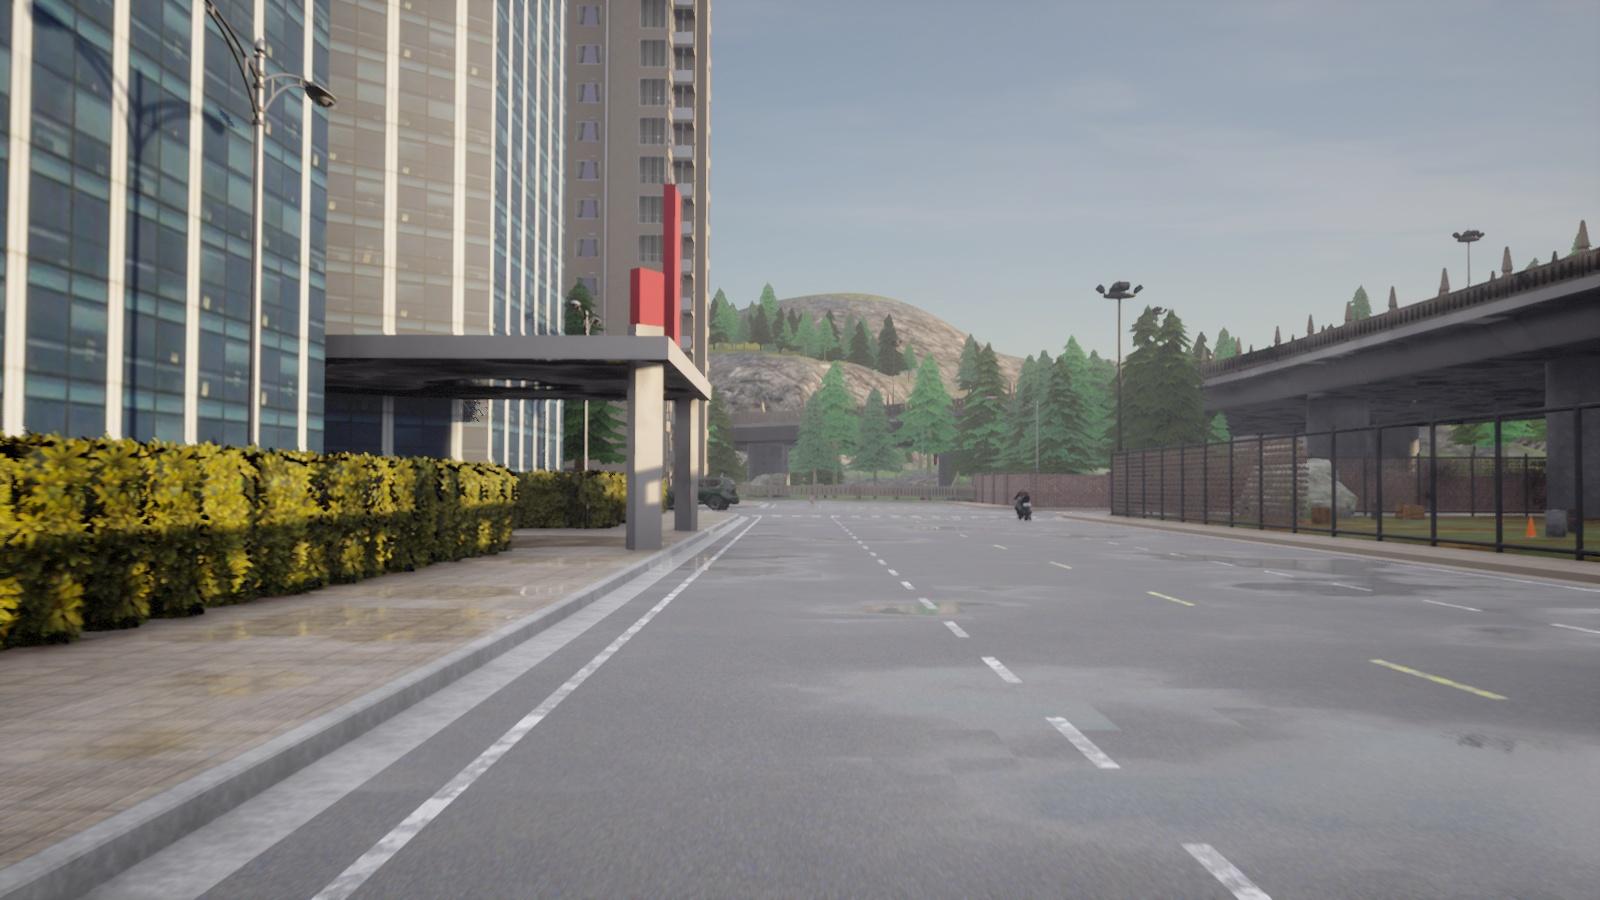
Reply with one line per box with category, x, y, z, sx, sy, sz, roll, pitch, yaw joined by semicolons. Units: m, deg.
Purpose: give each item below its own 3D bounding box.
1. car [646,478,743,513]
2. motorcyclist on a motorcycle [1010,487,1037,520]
car;-6.494;2.795;77.675;5.566;2.045;2.150;-1;-2;9
motorcyclist on a motorcycle;10.364;2.471;58.377;0.866;1.530;2.191;0;-2;0
